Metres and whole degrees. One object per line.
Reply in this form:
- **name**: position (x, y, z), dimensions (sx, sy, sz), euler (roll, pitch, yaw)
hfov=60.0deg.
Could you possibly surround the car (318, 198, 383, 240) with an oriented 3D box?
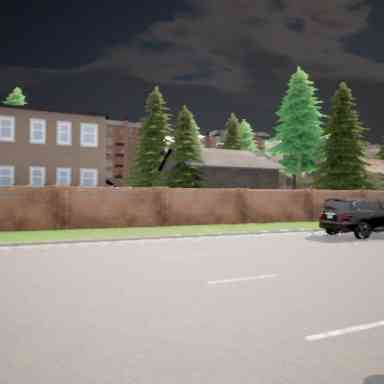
- **car**: position (9.403, 1.367, 17.824), dimensions (5.566, 2.045, 2.150), euler (1, 0, -23)
